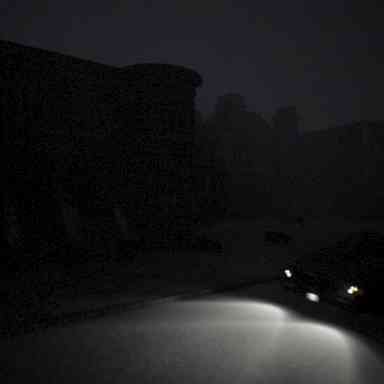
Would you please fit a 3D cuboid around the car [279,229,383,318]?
[{"bbox_3d":[4.481,1.613,7.711,5.357,1.411,2.033,1,0,-34],"label":"car"}]
